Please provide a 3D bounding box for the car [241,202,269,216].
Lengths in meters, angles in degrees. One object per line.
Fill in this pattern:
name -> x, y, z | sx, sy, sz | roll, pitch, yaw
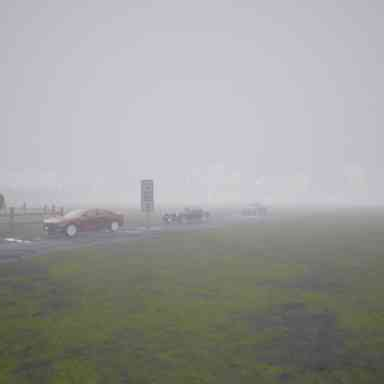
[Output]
car -> 7.535, 1.946, 39.329 | 1.837, 1.490, 4.892 | -1, 1, 36

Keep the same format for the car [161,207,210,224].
car -> -0.485, 1.912, 28.030 | 1.895, 1.301, 4.718 | -1, -1, 35

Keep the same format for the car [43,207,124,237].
car -> -6.314, 1.688, 19.799 | 1.882, 1.535, 5.008 | -1, -1, 35
